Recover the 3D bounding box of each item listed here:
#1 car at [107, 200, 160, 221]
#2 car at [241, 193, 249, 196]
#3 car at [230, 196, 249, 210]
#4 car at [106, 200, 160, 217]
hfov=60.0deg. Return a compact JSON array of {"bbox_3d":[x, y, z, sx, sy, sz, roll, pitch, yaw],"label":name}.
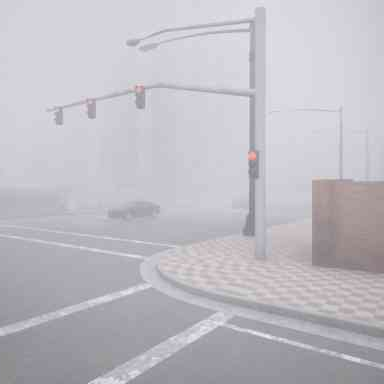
[{"bbox_3d":[-4.782,1.477,27.877,1.882,1.535,5.008,0,1,36],"label":"car"},{"bbox_3d":[8.853,1.223,52.678,2.150,2.045,5.566,0,0,36],"label":"car"},{"bbox_3d":[6.758,1.563,43.874,1.994,1.385,4.181,0,0,36],"label":"car"},{"bbox_3d":[-5.682,1.546,32.618,2.033,1.411,5.357,0,0,36],"label":"car"}]
